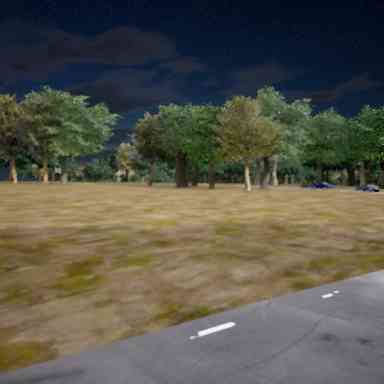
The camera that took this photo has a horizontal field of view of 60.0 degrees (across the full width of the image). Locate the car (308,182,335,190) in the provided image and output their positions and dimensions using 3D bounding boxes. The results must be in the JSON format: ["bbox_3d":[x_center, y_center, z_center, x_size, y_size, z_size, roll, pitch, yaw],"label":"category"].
[{"bbox_3d":[25.728,-1.229,65.081,1.882,1.535,5.008,1,2,-19],"label":"car"}]

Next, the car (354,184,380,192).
[{"bbox_3d":[31.011,-0.686,58.976,1.994,1.385,4.181,1,2,-19],"label":"car"}]

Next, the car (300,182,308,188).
[{"bbox_3d":[25.840,-1.486,73.934,1.994,1.385,4.181,1,2,-19],"label":"car"}]
